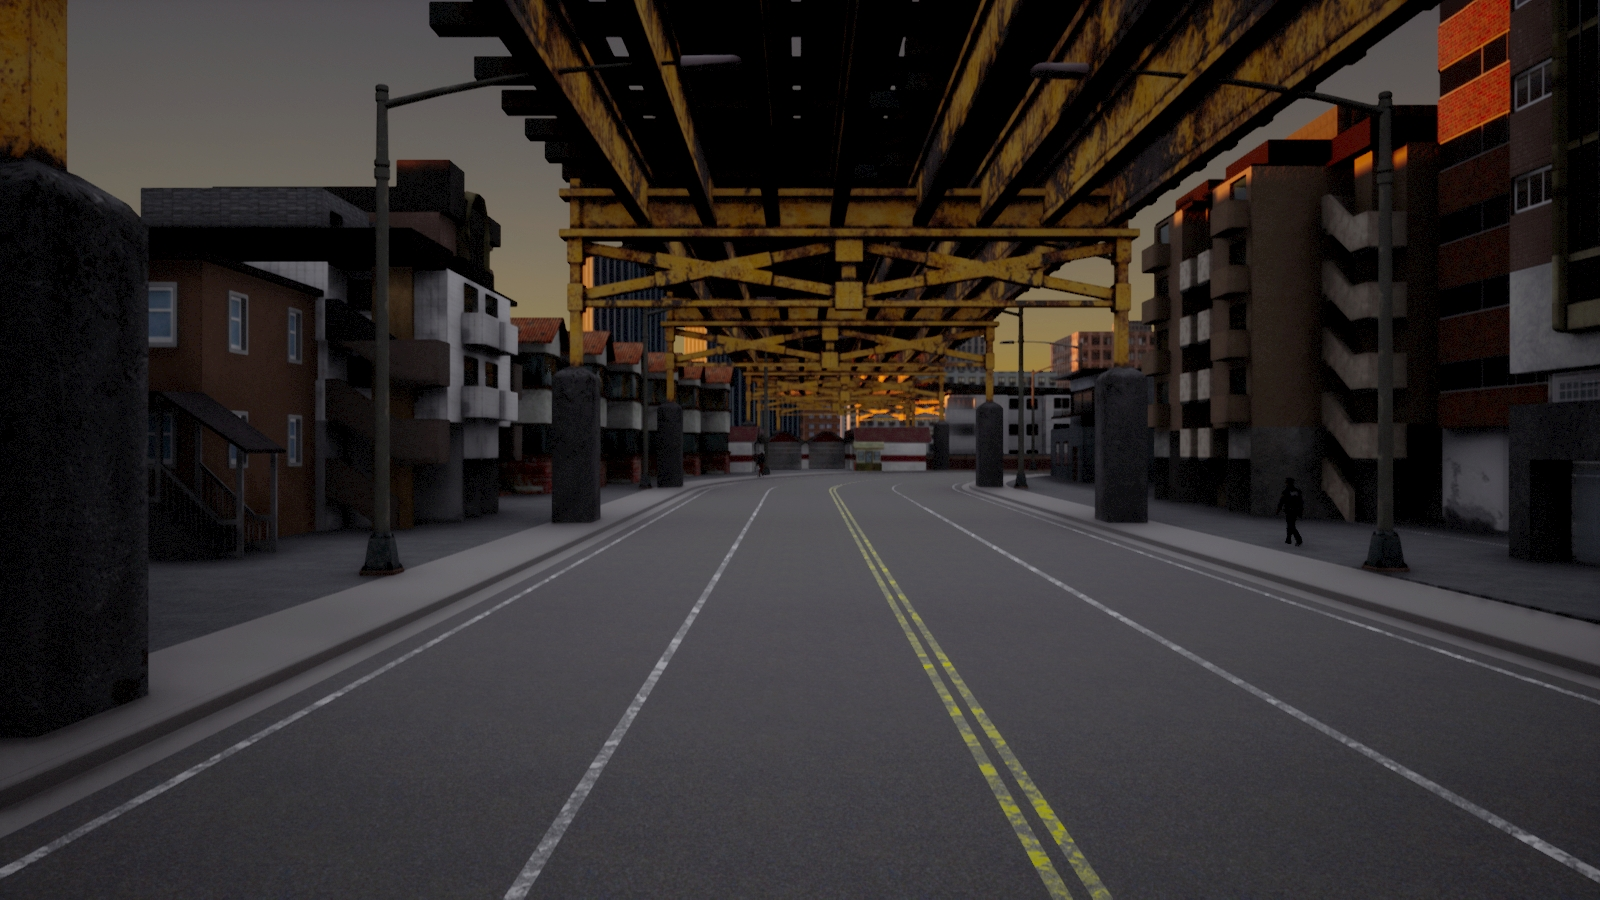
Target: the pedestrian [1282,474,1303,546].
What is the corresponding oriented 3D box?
[{"bbox_3d":[12.906,1.569,29.921,0.375,1.860,0.375,0,0,-6],"label":"pedestrian"}]
